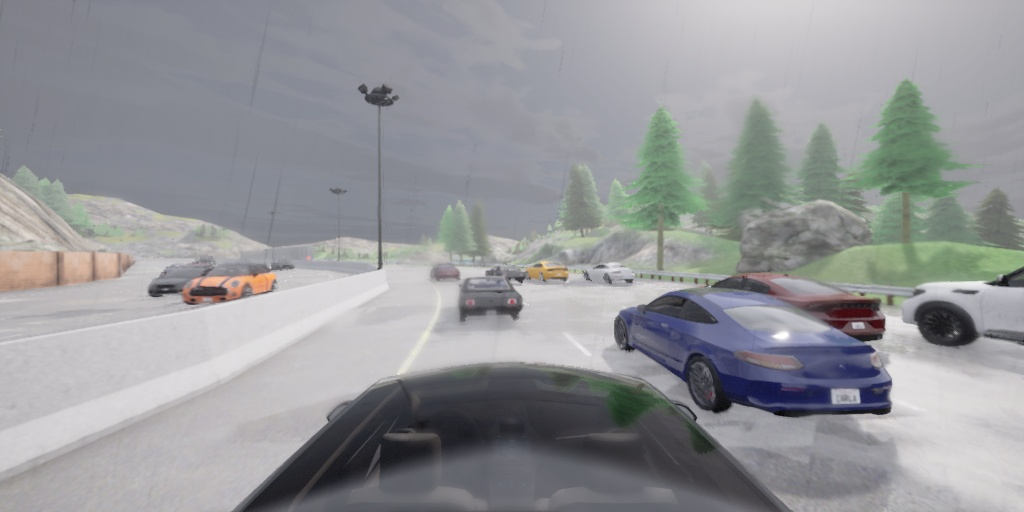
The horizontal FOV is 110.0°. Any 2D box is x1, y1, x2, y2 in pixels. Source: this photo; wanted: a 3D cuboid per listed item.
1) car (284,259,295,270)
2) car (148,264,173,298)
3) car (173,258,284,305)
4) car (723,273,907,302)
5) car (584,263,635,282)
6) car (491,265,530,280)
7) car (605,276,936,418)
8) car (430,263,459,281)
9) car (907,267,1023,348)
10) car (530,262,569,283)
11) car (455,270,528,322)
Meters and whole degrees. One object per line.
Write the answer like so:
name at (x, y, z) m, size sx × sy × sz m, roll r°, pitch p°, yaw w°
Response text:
car at (-33.151, 1.165, 51.903) m, size 4.553 × 1.767 × 2.097 m, roll 0°, pitch 0°, yaw 45°
car at (-16.818, 1.304, 18.986) m, size 1.837 × 1.490 × 4.892 m, roll 0°, pitch 0°, yaw -17°
car at (-12.547, 1.135, 16.316) m, size 2.097 × 1.767 × 4.553 m, roll 0°, pitch 0°, yaw -14°
car at (6.449, 1.180, 9.346) m, size 1.882 × 1.535 × 5.008 m, roll 0°, pitch 0°, yaw -5°
car at (6.873, 1.194, 25.554) m, size 1.812 × 1.442 × 4.674 m, roll 0°, pitch 0°, yaw -16°
car at (-0.583, 1.304, 26.316) m, size 1.895 × 1.301 × 4.718 m, roll 0°, pitch 0°, yaw -17°
car at (3.236, 1.251, 5.922) m, size 1.812 × 1.442 × 4.674 m, roll 0°, pitch 0°, yaw -3°
car at (-5.575, 1.285, 29.737) m, size 1.994 × 1.385 × 4.181 m, roll 0°, pitch 0°, yaw -20°
car at (10.248, 0.912, 5.908) m, size 2.150 × 2.045 × 5.566 m, roll 0°, pitch 0°, yaw -3°
car at (2.598, 1.162, 27.638) m, size 1.882 × 1.535 × 5.008 m, roll 0°, pitch 0°, yaw -17°
car at (-0.903, 1.334, 12.379) m, size 1.895 × 1.301 × 4.718 m, roll 0°, pitch 0°, yaw -8°
